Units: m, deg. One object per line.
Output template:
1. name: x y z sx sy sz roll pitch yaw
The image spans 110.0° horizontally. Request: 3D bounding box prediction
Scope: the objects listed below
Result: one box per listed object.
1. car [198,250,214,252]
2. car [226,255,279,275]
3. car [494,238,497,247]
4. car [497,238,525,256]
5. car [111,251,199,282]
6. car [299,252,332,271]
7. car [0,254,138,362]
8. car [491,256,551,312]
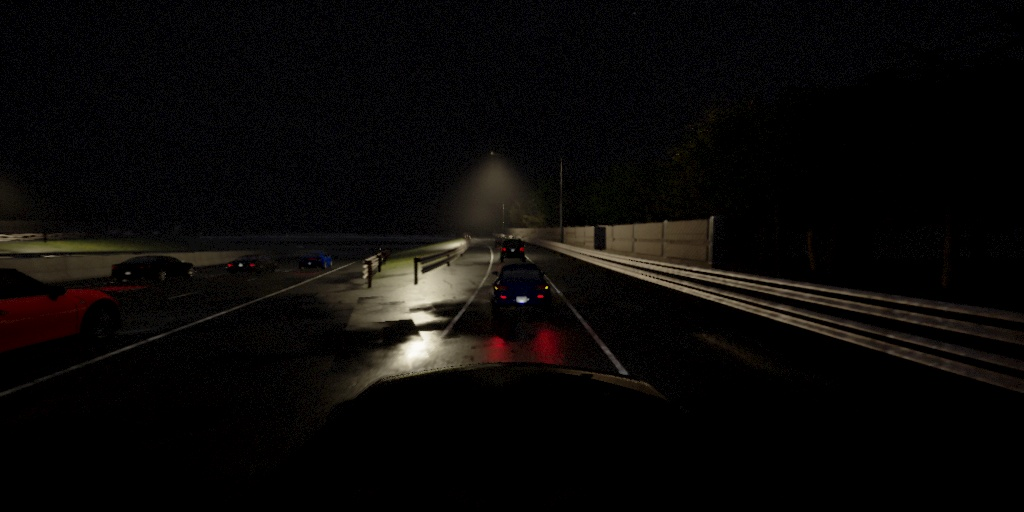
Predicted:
1. car: -40.571 -0.024 47.194 2.128 1.511 4.902 -1 1 -18
2. car: -19.197 0.603 26.765 2.033 1.411 5.357 -1 2 -18
3. car: -1.829 -2.210 57.389 1.882 1.535 5.008 0 4 -5
4. car: -0.006 -0.568 32.467 2.150 2.045 5.566 0 4 -2
5. car: -21.174 0.698 21.427 1.882 1.535 5.008 -1 2 -18
6. car: -17.065 0.392 31.271 1.882 1.535 5.008 -1 2 -18
7. car: -8.995 0.953 5.742 2.097 1.767 4.553 -1 1 -17
8. car: 0.282 0.946 12.300 1.812 1.442 4.674 0 3 0
